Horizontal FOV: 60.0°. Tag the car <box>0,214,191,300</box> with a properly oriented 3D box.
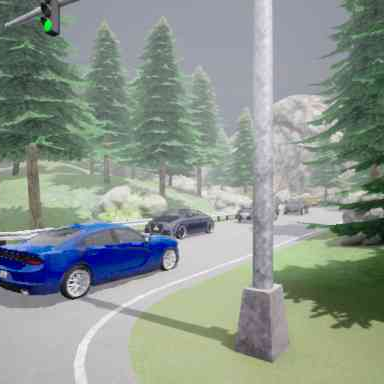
[{"bbox_3d":[-2.315,1.538,8.655,1.882,1.535,5.008,0,-1,35],"label":"car"}]

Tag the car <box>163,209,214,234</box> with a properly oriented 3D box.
[{"bbox_3d":[-0.556,1.579,17.460,1.994,1.385,4.181,0,0,35],"label":"car"}]

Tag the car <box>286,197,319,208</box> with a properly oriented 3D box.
[{"bbox_3d":[16.539,1.528,49.990,1.882,1.535,5.008,2,-1,-22],"label":"car"}]

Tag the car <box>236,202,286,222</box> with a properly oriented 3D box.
[{"bbox_3d":[5.138,1.507,25.613,2.128,1.511,4.902,0,0,35],"label":"car"}]

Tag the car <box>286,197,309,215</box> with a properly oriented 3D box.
[{"bbox_3d":[10.773,1.520,34.136,1.837,1.490,4.892,0,0,28],"label":"car"}]
